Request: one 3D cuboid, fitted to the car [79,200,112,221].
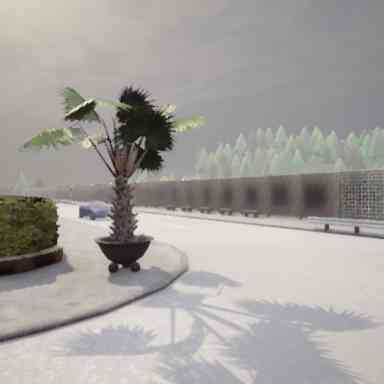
[{"bbox_3d":[-7.431,1.401,25.884,1.812,1.442,4.674,-1,1,-36],"label":"car"}]
